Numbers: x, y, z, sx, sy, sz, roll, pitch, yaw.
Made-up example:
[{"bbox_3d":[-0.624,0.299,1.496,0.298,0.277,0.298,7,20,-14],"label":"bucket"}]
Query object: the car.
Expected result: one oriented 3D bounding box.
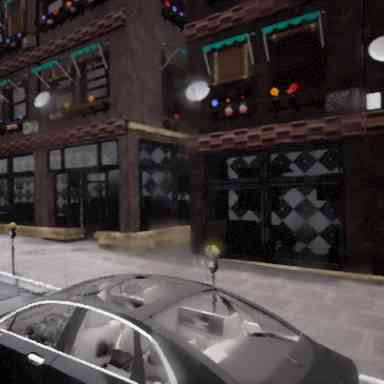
[{"bbox_3d":[-0.760,1.512,3.252,4.403,1.369,2.008,1,-1,35],"label":"car"}]
